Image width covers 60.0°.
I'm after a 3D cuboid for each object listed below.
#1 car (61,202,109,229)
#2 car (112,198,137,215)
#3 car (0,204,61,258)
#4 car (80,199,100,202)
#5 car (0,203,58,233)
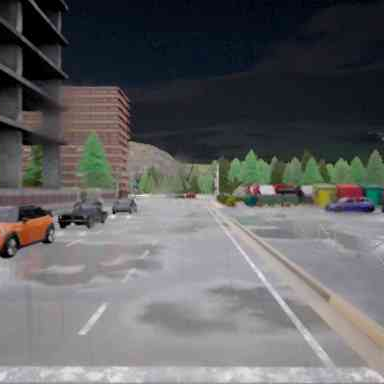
[{"bbox_3d":[-6.896,1.551,21.486,1.895,1.301,4.718,0,0,1],"label":"car"},{"bbox_3d":[-6.750,1.440,33.717,1.837,1.490,4.892,0,0,1],"label":"car"},{"bbox_3d":[-6.992,1.312,12.492,2.097,1.767,4.553,0,0,1],"label":"car"},{"bbox_3d":[-10.258,1.426,33.109,2.128,1.511,4.902,0,0,1],"label":"car"},{"bbox_3d":[-10.408,1.497,20.486,2.033,1.411,5.357,0,0,1],"label":"car"}]
